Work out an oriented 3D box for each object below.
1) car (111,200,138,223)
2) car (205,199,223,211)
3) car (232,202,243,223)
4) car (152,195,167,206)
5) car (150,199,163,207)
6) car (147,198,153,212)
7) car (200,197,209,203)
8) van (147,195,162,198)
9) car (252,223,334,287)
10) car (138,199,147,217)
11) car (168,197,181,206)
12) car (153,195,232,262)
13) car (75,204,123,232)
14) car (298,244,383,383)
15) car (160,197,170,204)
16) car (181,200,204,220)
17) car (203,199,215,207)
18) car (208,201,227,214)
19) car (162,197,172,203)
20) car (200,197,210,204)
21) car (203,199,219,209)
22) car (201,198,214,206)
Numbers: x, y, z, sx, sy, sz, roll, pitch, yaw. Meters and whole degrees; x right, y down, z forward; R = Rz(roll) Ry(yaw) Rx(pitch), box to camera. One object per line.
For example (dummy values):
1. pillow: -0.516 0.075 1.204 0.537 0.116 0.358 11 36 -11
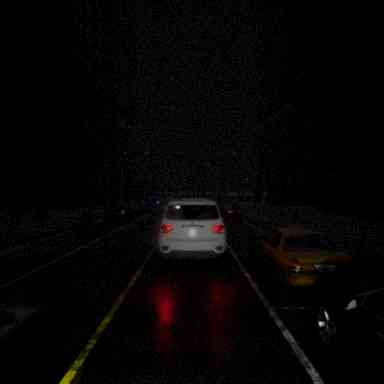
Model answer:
1. car: -5.762 1.495 26.036 1.967 1.590 4.097 0 0 0
2. car: 2.765 1.679 43.014 2.008 1.369 4.403 0 0 0
3. car: 2.763 1.496 26.005 1.967 1.590 4.097 0 0 0
4. car: -5.760 1.531 60.052 2.192 1.841 5.009 0 0 0
5. car: -5.758 1.766 54.382 1.802 1.307 4.206 0 0 0
6. car: -5.760 1.653 37.375 2.008 1.369 4.403 0 0 0
7. car: 2.769 1.904 77.027 1.947 1.339 4.313 -1 0 0
8. van: -5.760 1.495 48.715 1.690 1.788 3.998 0 0 0
9. car: 2.762 1.536 9.168 1.752 1.417 4.829 0 0 0
10. car: -5.762 1.518 31.706 1.967 1.590 4.097 0 0 0
11. car: -3.037 1.703 59.343 2.128 1.511 4.902 0 0 0
12. car: 0.035 1.239 12.373 2.150 2.045 5.566 0 0 1
13. car: -5.762 1.618 20.368 1.802 1.307 4.206 0 0 0
14. car: 2.762 1.569 3.331 1.947 1.339 4.313 0 0 0
15. car: -5.757 1.860 71.389 1.947 1.339 4.313 -1 0 0
16. car: 0.060 1.548 29.673 1.882 1.535 5.008 0 0 1
17. car: 2.767 1.766 54.351 1.802 1.307 4.206 0 0 0
18. car: 2.765 1.685 37.343 1.802 1.307 4.206 0 0 0
19. car: -5.756 1.888 77.058 2.008 1.369 4.403 -1 0 0
20. car: 2.767 1.839 71.358 1.887 1.381 4.507 -1 0 0
21. car: 2.766 1.706 48.682 2.008 1.369 4.403 0 0 0
22. car: 2.767 1.768 60.020 2.008 1.369 4.403 -1 0 0
